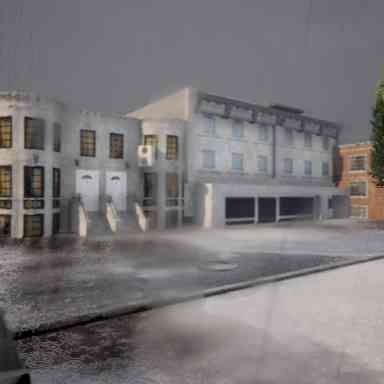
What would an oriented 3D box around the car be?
[{"bbox_3d":[-3.671,1.582,1.984,4.718,1.301,1.895,1,0,-35],"label":"car"}]
